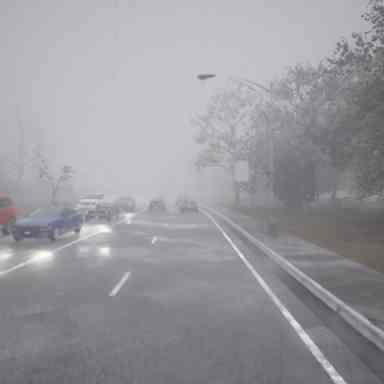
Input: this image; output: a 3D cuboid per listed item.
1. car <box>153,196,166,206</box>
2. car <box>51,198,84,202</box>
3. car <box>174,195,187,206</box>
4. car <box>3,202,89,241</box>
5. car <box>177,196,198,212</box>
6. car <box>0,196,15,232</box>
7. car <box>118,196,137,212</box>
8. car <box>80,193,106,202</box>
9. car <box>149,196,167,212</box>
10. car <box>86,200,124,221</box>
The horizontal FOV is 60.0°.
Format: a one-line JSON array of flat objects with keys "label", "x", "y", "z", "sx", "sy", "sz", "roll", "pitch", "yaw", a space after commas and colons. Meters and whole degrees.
[{"label": "car", "x": -5.225, "y": 1.376, "z": 52.956, "sx": 2.033, "sy": 1.411, "sz": 5.357, "roll": 0, "pitch": 0, "yaw": -7}, {"label": "car", "x": -10.596, "y": 1.470, "z": 26.179, "sx": 2.128, "sy": 1.511, "sz": 4.902, "roll": 0, "pitch": 0, "yaw": -1}, {"label": "car", "x": -1.638, "y": 1.188, "z": 52.114, "sx": 2.097, "sy": 1.767, "sz": 4.553, "roll": 0, "pitch": 0, "yaw": -7}, {"label": "car", "x": -7.067, "y": 1.478, "z": 16.795, "sx": 1.882, "sy": 1.535, "sz": 5.008, "roll": 0, "pitch": 0, "yaw": 0}, {"label": "car", "x": -0.393, "y": 1.492, "z": 37.212, "sx": 1.994, "sy": 1.385, "sz": 4.181, "roll": 0, "pitch": 0, "yaw": -3}, {"label": "car", "x": -10.564, "y": 1.223, "z": 15.957, "sx": 2.150, "sy": 2.045, "sz": 5.566, "roll": 0, "pitch": 0, "yaw": 0}, {"label": "car", "x": -7.439, "y": 1.279, "z": 37.057, "sx": 2.097, "sy": 1.767, "sz": 4.553, "roll": 0, "pitch": 0, "yaw": -3}, {"label": "car", "x": -10.927, "y": 1.149, "z": 36.753, "sx": 2.150, "sy": 2.045, "sz": 5.566, "roll": 0, "pitch": 0, "yaw": -3}, {"label": "car", "x": -3.957, "y": 1.423, "z": 38.397, "sx": 1.837, "sy": 1.490, "sz": 4.892, "roll": 0, "pitch": 0, "yaw": -3}, {"label": "car", "x": -7.103, "y": 1.577, "z": 26.820, "sx": 1.895, "sy": 1.301, "sz": 4.718, "roll": 0, "pitch": 0, "yaw": -1}]
